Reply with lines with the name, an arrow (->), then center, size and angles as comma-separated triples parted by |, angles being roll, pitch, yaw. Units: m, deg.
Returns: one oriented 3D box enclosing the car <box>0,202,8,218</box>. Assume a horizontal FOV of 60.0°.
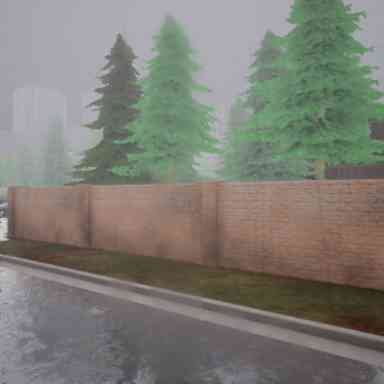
car -> -14.858, 1.701, 30.517 | 1.994, 1.385, 4.181 | 0, 0, 35
